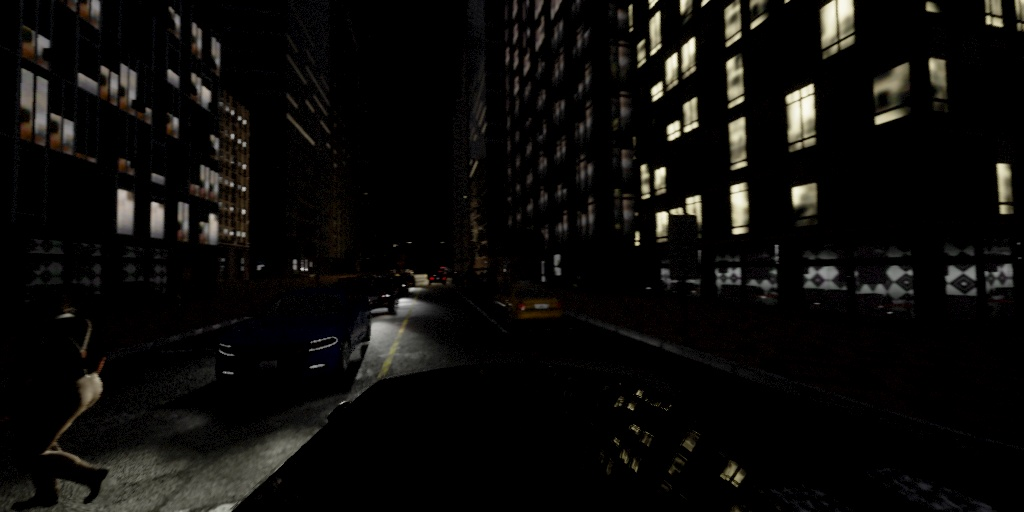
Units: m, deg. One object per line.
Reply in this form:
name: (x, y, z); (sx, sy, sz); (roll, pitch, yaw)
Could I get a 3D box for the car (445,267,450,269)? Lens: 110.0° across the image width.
car: (-9.813, 2.975, 57.788); (1.888, 1.381, 4.507); (0, 0, -13)

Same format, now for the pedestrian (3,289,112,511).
pedestrian: (-3.697, 1.113, 2.948); (0.375, 1.860, 0.375); (0, -2, -13)

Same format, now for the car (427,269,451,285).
car: (-8.290, 2.454, 39.622); (2.033, 1.411, 5.357); (0, -2, -14)

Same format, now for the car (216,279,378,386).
car: (-4.292, 1.443, 7.843); (1.882, 1.535, 5.008); (0, -2, -14)

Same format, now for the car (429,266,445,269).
car: (-11.633, 2.578, 54.108); (2.150, 2.045, 5.566); (-1, -2, -13)

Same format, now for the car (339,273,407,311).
car: (-6.418, 1.747, 17.093); (2.128, 1.511, 4.902); (-1, -2, -13)

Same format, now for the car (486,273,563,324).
car: (0.393, 1.562, 13.163); (1.751, 1.417, 4.829); (0, 0, -13)

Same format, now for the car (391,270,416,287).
car: (-10.704, 2.408, 35.964); (1.994, 1.385, 4.181); (-1, -2, -12)

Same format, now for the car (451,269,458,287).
car: (-4.765, 2.293, 35.804); (1.888, 1.381, 4.507); (0, 0, -13)

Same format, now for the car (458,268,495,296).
car: (-2.243, 1.720, 24.812); (2.192, 1.841, 5.009); (0, 0, -13)

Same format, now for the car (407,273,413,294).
car: (-8.496, 2.141, 26.188); (1.895, 1.301, 4.718); (-1, -2, -13)
